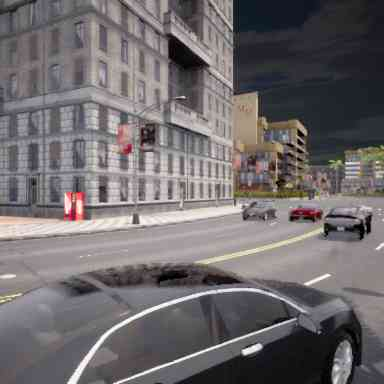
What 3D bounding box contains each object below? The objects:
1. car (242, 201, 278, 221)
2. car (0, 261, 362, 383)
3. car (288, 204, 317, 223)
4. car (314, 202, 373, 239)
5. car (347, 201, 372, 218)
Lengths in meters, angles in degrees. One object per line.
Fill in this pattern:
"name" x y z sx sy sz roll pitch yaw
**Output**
"car" 5.598 1.490 27.053 1.837 1.490 4.892 0 0 29
"car" -0.088 1.505 3.381 4.892 1.490 1.837 -1 1 -39
"car" 8.830 1.587 25.659 1.895 1.301 4.718 0 0 29
"car" 8.253 1.485 17.500 2.128 1.511 4.902 0 0 33
"car" 15.455 1.587 30.650 1.895 1.301 4.718 0 0 28
